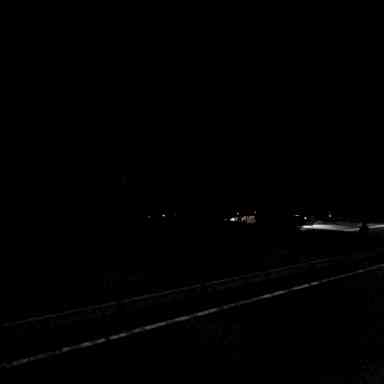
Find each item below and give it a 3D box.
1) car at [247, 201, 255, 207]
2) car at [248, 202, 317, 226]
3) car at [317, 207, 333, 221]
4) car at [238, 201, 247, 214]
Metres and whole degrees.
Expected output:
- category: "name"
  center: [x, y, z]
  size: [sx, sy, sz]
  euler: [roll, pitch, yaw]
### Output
- category: "car"
  center: [6.669, 1.802, 41.020]
  size: [1.812, 1.442, 4.674]
  euler: [0, -1, -43]
- category: "car"
  center: [6.622, 1.651, 24.601]
  size: [1.994, 1.385, 4.181]
  euler: [0, -1, -39]
- category: "car"
  center: [8.981, 1.586, 27.250]
  size: [2.128, 1.511, 4.902]
  euler: [0, -1, -39]
- category: "car"
  center: [2.734, 1.787, 34.667]
  size: [2.033, 1.411, 5.357]
  euler: [0, -1, -42]
